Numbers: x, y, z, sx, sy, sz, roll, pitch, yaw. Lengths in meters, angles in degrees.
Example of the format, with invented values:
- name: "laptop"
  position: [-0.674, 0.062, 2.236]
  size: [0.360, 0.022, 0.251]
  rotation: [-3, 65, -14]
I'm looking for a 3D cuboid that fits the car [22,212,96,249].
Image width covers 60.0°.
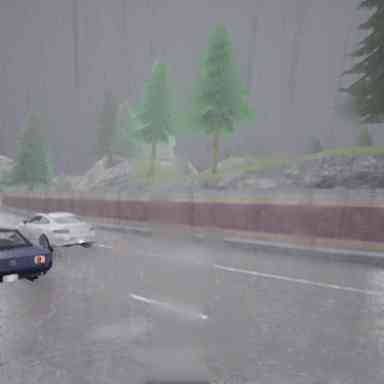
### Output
- name: "car"
  position: [-5.712, 1.541, 13.636]
  size: [4.674, 1.442, 1.812]
  rotation: [0, 0, 43]

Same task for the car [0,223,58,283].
- name: "car"
  position: [-5.642, 1.612, 8.810]
  size: [4.718, 1.301, 1.895]
  rotation: [0, 0, 42]
